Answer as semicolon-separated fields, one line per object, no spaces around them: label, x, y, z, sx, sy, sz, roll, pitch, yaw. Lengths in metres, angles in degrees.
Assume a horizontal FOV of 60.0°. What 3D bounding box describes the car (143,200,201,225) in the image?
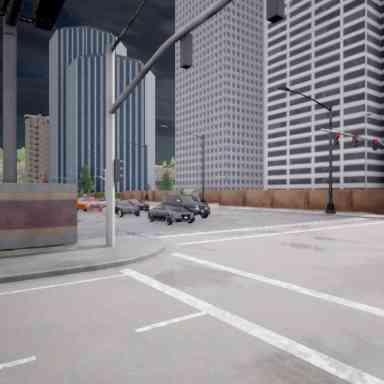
car;-1.563;1.564;24.257;1.994;1.385;4.181;0;0;-35

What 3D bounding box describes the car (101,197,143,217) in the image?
car;-6.541;1.505;31.303;1.837;1.490;4.892;0;0;-35

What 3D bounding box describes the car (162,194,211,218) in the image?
car;-0.715;1.221;29.123;2.150;2.045;5.566;0;0;-35

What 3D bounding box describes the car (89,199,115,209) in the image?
car;-12.429;1.601;45.744;1.895;1.301;4.718;0;0;-35

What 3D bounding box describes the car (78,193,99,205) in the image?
car;-19.256;1.222;61.786;2.150;2.045;5.566;0;0;-35

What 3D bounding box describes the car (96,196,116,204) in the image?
car;-16.667;1.547;64.169;2.033;1.411;5.357;0;0;-34

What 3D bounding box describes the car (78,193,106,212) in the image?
car;-12.189;1.352;39.315;2.097;1.767;4.553;0;0;-35

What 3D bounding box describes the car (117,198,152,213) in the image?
car;-6.508;1.478;37.328;1.882;1.535;5.008;0;0;-35
